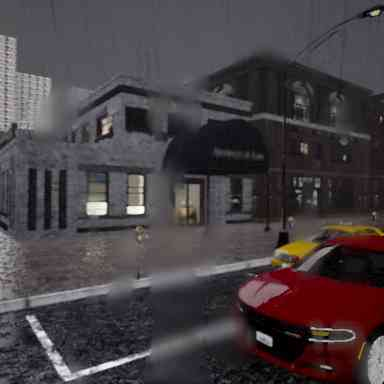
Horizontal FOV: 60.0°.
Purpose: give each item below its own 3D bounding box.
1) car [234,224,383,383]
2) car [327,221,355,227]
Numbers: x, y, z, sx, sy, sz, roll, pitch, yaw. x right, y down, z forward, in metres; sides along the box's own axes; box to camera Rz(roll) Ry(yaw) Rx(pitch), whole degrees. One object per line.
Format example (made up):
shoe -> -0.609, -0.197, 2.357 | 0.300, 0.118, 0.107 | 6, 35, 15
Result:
car -> 2.902, 1.496, 5.444 | 5.008, 1.535, 1.882 | 0, 0, -35
car -> 4.327, 1.556, 9.636 | 4.829, 1.417, 1.752 | 0, 0, -35
